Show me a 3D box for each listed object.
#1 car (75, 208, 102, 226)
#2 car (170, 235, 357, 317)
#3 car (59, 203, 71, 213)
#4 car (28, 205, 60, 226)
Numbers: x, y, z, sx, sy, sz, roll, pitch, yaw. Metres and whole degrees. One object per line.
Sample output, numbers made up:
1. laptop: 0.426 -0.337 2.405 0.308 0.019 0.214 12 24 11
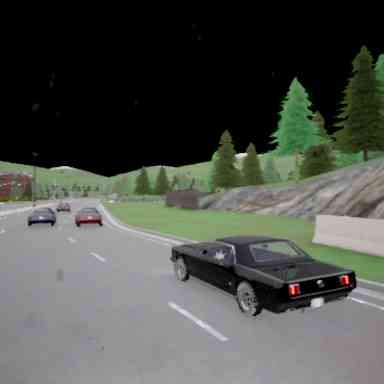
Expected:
1. car: -8.425 1.953 27.052 1.994 1.385 4.181 0 -1 -20
2. car: 1.178 1.676 7.780 1.895 1.301 4.718 0 -1 -27
3. car: -18.805 2.287 48.866 2.033 1.411 5.357 0 -1 -19
4. car: -12.320 2.001 27.613 1.994 1.385 4.181 0 -1 -19
